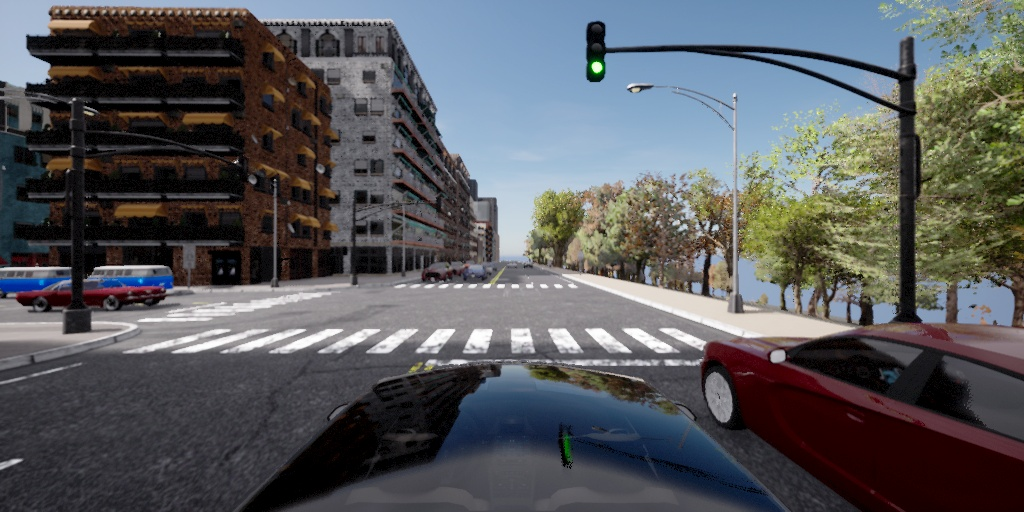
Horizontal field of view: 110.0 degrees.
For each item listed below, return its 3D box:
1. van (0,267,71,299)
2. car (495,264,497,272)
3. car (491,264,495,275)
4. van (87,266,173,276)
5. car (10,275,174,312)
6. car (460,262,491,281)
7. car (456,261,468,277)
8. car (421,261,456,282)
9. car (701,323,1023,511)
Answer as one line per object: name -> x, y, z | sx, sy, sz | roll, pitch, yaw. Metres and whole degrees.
van -> -28.318, 1.563, 21.319 | 3.998, 1.789, 1.690 | 0, 0, -1
car -> -3.333, 1.712, 55.626 | 1.994, 1.385, 4.181 | 0, 0, 0
car -> -3.346, 1.649, 42.668 | 1.895, 1.301, 4.718 | 0, 0, 0
van -> -22.716, 1.490, 21.395 | 3.998, 1.789, 1.690 | 0, 0, -1
car -> -18.097, 1.672, 15.667 | 4.718, 1.301, 1.895 | -1, 0, -1
car -> -3.352, 1.505, 33.560 | 1.812, 1.442, 4.674 | 0, 0, 1
car -> -6.594, 1.386, 40.786 | 2.097, 1.767, 4.553 | 0, 0, 0
car -> -6.594, 1.320, 31.968 | 2.097, 1.767, 4.553 | 0, 0, 0
car -> 3.349, 1.234, 2.607 | 1.882, 1.535, 5.008 | 0, 0, 0
